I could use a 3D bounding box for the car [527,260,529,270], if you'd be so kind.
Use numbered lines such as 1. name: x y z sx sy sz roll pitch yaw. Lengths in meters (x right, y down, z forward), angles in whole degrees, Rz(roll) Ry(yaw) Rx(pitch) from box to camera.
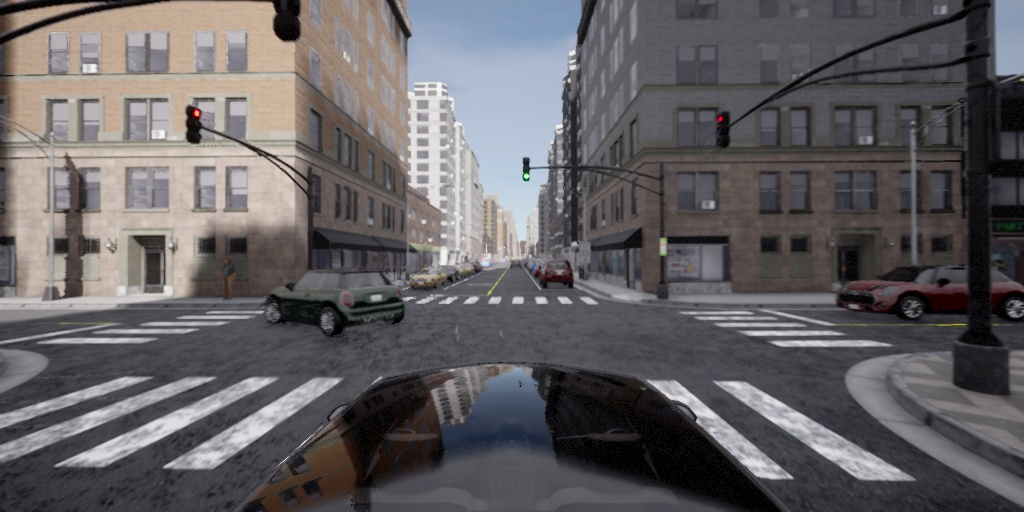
1. car: 3.220 1.486 47.064 1.802 1.307 4.207 0 0 1

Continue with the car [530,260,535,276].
1. car: 3.088 1.411 35.751 1.888 1.381 4.507 0 0 1

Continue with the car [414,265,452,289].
1. car: -5.572 1.379 24.396 1.751 1.417 4.829 0 0 1

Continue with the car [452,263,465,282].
1. car: -5.504 1.439 30.221 1.948 1.339 4.313 0 0 1

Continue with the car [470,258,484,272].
1. car: -5.305 1.246 47.185 2.192 1.841 5.009 0 0 1

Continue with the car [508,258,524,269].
1. car: 0.756 1.320 64.665 2.097 1.767 4.553 0 0 1

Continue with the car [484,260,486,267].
1. car: -5.238 1.531 52.839 1.802 1.307 4.207 0 0 1

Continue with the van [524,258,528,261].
1. van: 3.419 1.298 64.032 1.690 1.789 3.998 0 0 1

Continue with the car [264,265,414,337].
1. car: -5.339 1.137 10.638 4.553 1.767 2.097 0 0 34

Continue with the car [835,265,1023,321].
1. car: 13.597 1.088 11.869 4.553 1.767 2.097 0 0 2

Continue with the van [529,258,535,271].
1. van: 3.154 1.226 41.408 1.690 1.789 3.998 0 0 1

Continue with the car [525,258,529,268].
1. car: 3.288 1.447 52.890 1.751 1.417 4.829 0 0 1

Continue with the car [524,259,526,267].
1. car: 3.353 1.522 58.377 1.802 1.307 4.207 0 0 1

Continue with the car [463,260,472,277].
1. car: -5.439 1.418 35.705 1.751 1.417 4.829 0 0 1

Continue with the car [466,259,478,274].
1. car: -5.373 1.438 41.360 1.751 1.417 4.829 0 0 1

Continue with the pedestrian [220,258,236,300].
1. pedestrian: -12.372 0.978 15.600 0.375 1.860 0.375 0 0 2

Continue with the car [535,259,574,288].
1. car: 2.955 1.141 24.439 2.192 1.841 5.009 0 0 1
